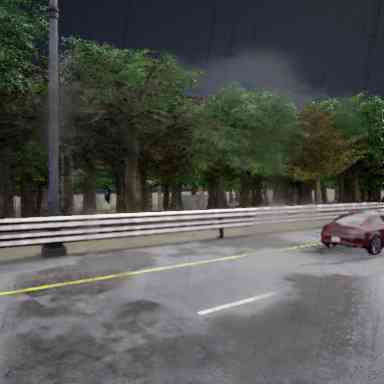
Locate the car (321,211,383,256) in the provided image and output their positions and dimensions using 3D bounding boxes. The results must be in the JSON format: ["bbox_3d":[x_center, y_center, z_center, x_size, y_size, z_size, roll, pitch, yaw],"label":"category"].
[{"bbox_3d":[6.899,1.483,12.975,4.674,1.442,1.812,0,0,-36],"label":"car"}]
